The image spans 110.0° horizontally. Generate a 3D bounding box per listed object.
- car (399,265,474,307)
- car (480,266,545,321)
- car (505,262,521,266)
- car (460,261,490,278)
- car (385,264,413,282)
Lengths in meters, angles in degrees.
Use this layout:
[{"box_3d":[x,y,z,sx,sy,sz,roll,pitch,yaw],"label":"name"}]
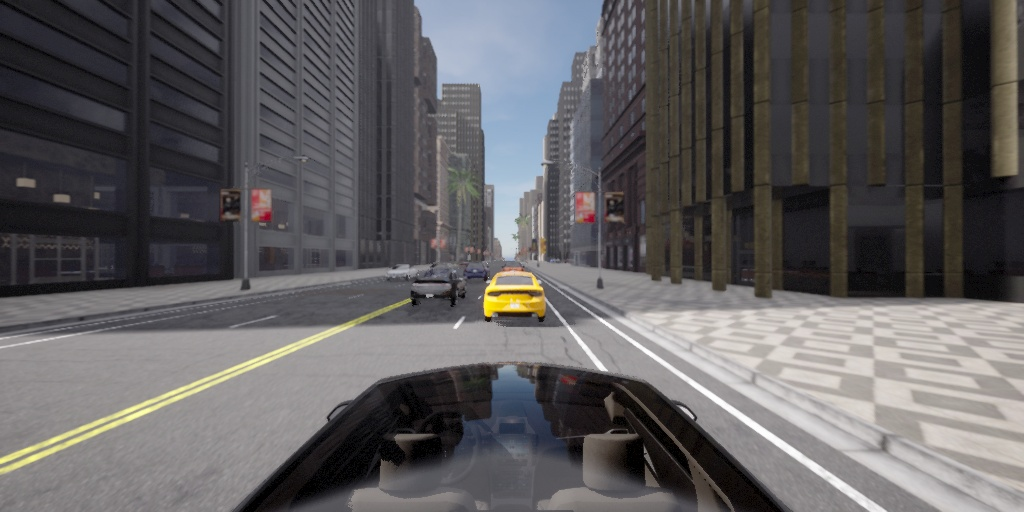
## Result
[{"box_3d":[-3.155,1.338,16.147,2.128,1.511,4.902,0,0,0],"label":"car"},{"box_3d":[0.090,1.302,12.848,1.882,1.535,5.008,0,0,0],"label":"car"},{"box_3d":[0.094,1.310,32.808,2.097,1.767,4.553,0,0,0],"label":"car"},{"box_3d":[-3.156,1.310,32.808,2.097,1.767,4.553,0,0,0],"label":"car"},{"box_3d":[-9.851,1.480,32.286,1.812,1.442,4.674,0,0,0],"label":"car"}]
